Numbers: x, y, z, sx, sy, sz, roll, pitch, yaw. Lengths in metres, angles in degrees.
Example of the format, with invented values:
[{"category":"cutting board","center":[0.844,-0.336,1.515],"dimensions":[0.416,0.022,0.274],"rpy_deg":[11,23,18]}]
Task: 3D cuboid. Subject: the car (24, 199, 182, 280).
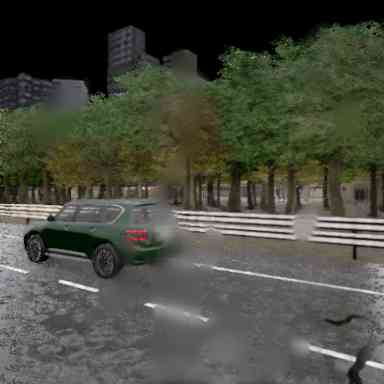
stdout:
[{"category":"car","center":[-2.880,1.226,10.226],"dimensions":[5.566,2.045,2.150],"rpy_deg":[0,0,36]}]
